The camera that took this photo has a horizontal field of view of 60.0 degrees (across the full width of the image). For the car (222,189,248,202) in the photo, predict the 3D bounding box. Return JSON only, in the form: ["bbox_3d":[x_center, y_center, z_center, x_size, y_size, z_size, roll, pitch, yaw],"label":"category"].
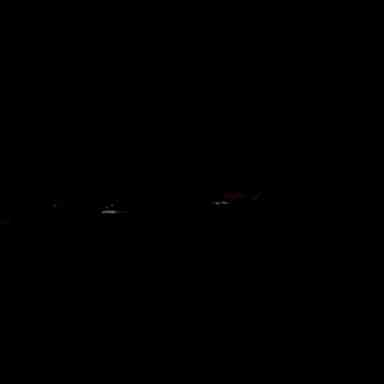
[{"bbox_3d":[7.269,0.691,53.944,2.097,1.767,4.553,-1,0,36],"label":"car"}]

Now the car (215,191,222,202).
[{"bbox_3d":[6.188,0.577,57.320,2.150,2.045,5.566,-1,0,36],"label":"car"}]

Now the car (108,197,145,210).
[{"bbox_3d":[-7.640,1.284,37.771,2.033,1.411,5.357,-1,0,35],"label":"car"}]

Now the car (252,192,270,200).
[{"bbox_3d":[13.014,0.656,62.190,1.882,1.535,5.008,-1,0,35],"label":"car"}]

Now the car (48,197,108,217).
[{"bbox_3d":[-10.137,1.173,29.271,2.097,1.767,4.553,-1,0,35],"label":"car"}]
